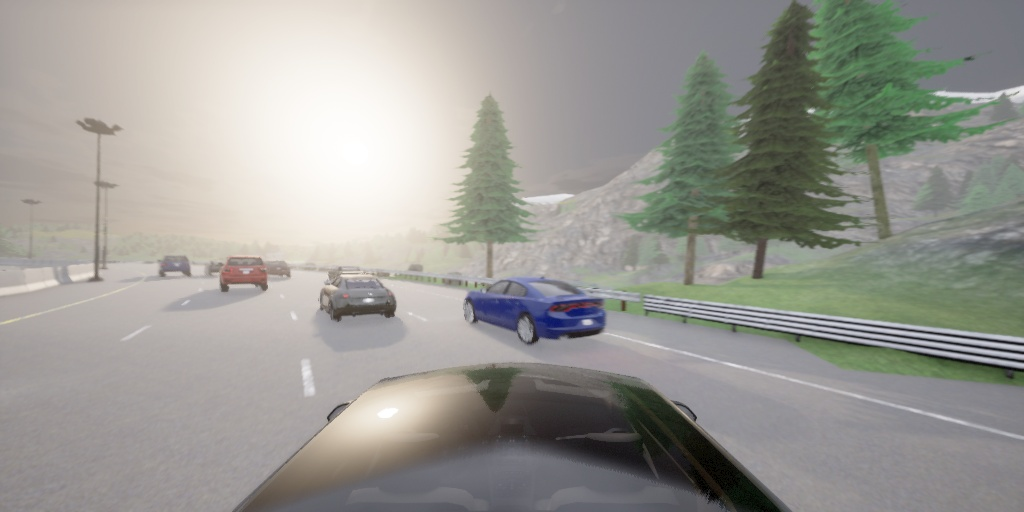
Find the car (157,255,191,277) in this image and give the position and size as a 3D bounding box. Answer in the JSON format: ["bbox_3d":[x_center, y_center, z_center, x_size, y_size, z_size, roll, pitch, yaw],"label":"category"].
[{"bbox_3d":[-33.708,0.937,35.819,5.566,2.045,2.150,0,-1,43],"label":"car"}]

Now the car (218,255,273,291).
[{"bbox_3d":[-16.454,0.987,21.973,2.150,2.045,5.566,2,-1,-39],"label":"car"}]

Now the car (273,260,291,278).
[{"bbox_3d":[-23.069,1.164,34.726,2.097,1.767,4.553,1,-1,-44],"label":"car"}]

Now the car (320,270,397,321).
[{"bbox_3d":[-5.599,1.357,12.863,1.994,1.385,4.181,1,-1,-34],"label":"car"}]

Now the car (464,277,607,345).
[{"bbox_3d":[0.353,1.305,9.991,1.882,1.535,5.008,1,-1,-32],"label":"car"}]

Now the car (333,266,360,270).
[{"bbox_3d":[-13.696,1.461,29.510,1.895,1.301,4.718,1,-1,-40],"label":"car"}]

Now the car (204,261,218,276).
[{"bbox_3d":[-31.300,1.265,38.144,4.892,1.490,1.837,0,-1,44],"label":"car"}]
